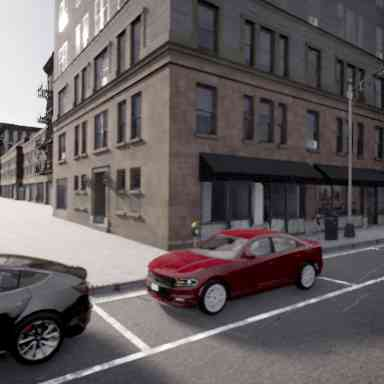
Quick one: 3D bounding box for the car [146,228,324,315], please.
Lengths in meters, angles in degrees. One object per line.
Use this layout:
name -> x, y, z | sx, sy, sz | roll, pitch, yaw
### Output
car -> 1.135, 1.545, 7.566 | 4.507, 1.381, 1.887 | 0, 1, -35

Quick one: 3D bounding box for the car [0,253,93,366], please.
car -> -3.483, 1.566, 4.273 | 4.313, 1.339, 1.947 | 0, 1, -35
